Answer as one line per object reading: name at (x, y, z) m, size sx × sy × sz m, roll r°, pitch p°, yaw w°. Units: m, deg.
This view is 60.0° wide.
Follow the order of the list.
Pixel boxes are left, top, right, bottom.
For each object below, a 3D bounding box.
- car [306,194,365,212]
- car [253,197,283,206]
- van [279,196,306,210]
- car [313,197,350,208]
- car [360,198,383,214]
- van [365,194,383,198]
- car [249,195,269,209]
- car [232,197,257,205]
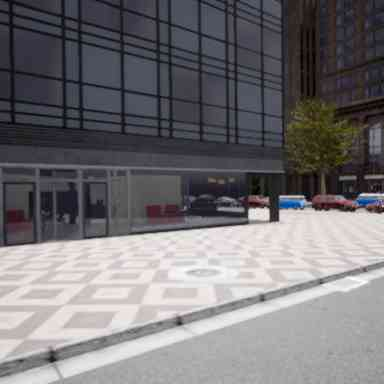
car at (15.577, 1.273, 36.432) m, size 2.192 × 1.841 × 5.009 m, roll -2°, pitch 1°, yaw -35°
car at (12.565, 1.497, 55.407) m, size 1.752 × 1.417 × 4.829 m, roll -2°, pitch 1°, yaw -35°
van at (12.289, 1.355, 41.064) m, size 1.690 × 1.788 × 3.998 m, roll -2°, pitch 1°, yaw -35°
car at (19.240, 1.430, 46.008) m, size 1.947 × 1.339 × 4.313 m, roll -2°, pitch 1°, yaw -35°
car at (18.873, 1.483, 31.803) m, size 1.802 × 1.307 × 4.206 m, roll -2°, pitch 1°, yaw -35°
van at (22.522, 1.150, 41.375) m, size 1.690 × 1.788 × 3.998 m, roll -2°, pitch 1°, yaw -35°
car at (9.001, 1.382, 45.694) m, size 2.192 × 1.841 × 5.009 m, roll -2°, pitch 1°, yaw -35°
car at (9.376, 1.566, 59.899) m, size 1.887 × 1.381 × 4.507 m, roll -2°, pitch 1°, yaw -35°
